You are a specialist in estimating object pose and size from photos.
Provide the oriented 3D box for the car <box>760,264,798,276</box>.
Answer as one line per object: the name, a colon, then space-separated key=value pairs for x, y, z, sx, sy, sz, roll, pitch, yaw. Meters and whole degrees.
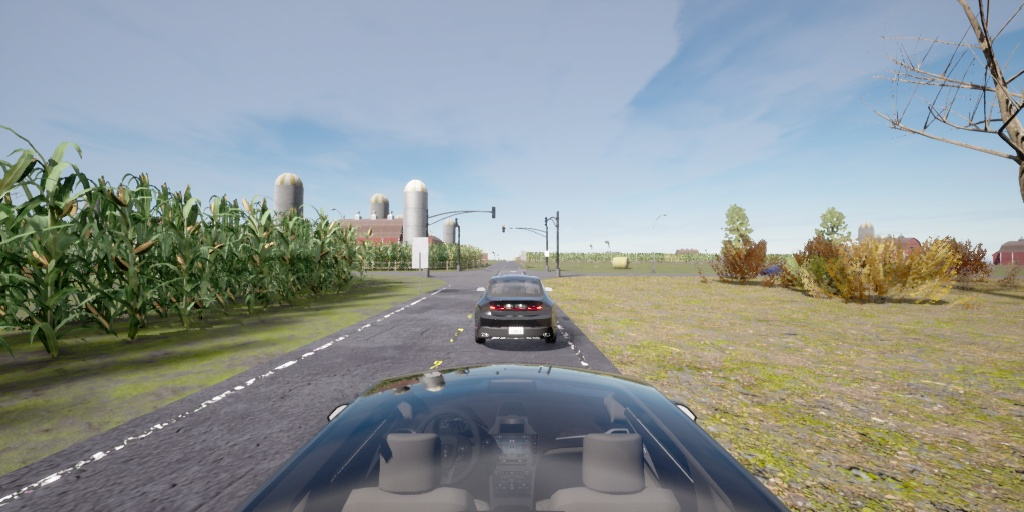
car: x=30.866 y=1.591 z=41.037 sx=4.181 sy=1.385 sz=1.994 roll=1 pitch=-1 yaw=-4

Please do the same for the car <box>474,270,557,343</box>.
car: x=0.078 y=1.259 z=9.649 sx=1.837 sy=1.490 sz=4.892 roll=0 pitch=0 yaw=0

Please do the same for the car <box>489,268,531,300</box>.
car: x=0.030 y=1.360 z=18.801 sx=1.895 sy=1.301 sz=4.718 roll=0 pitch=0 yaw=4

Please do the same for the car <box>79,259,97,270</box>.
car: x=-40.795 y=0.962 z=36.470 sx=5.357 sy=1.411 sz=2.033 roll=0 pitch=-1 yaw=-3

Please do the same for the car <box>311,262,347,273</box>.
car: x=-19.787 y=0.931 z=37.635 sx=4.553 sy=1.767 sz=2.097 roll=0 pitch=-1 yaw=-3
